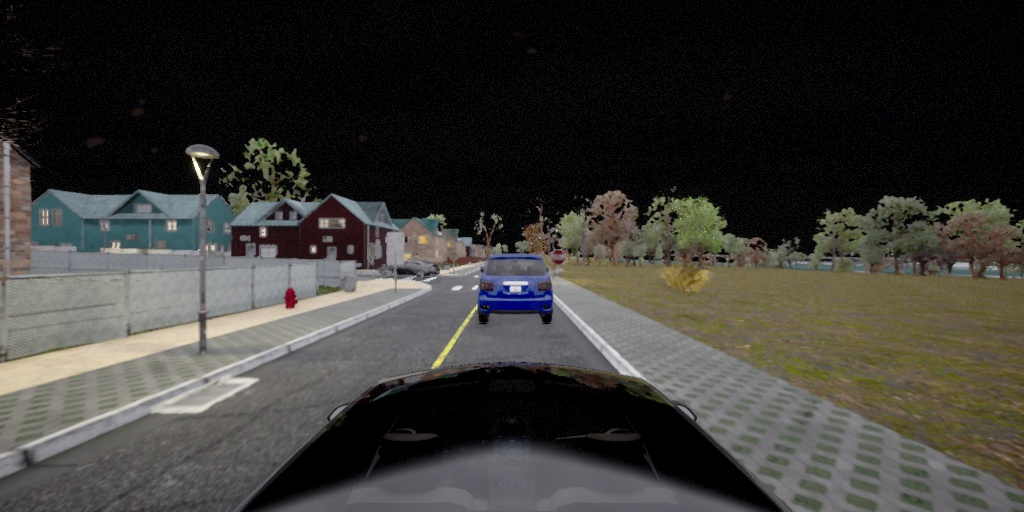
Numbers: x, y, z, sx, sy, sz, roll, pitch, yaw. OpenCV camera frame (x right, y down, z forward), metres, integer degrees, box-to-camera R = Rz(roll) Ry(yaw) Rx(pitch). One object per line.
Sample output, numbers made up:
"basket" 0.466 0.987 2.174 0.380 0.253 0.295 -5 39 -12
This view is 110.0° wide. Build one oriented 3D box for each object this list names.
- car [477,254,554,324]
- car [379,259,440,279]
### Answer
"car" 0.095 0.956 12.059 2.150 2.045 5.566 0 0 0
"car" -8.332 1.005 29.135 4.902 1.511 2.128 2 0 10
